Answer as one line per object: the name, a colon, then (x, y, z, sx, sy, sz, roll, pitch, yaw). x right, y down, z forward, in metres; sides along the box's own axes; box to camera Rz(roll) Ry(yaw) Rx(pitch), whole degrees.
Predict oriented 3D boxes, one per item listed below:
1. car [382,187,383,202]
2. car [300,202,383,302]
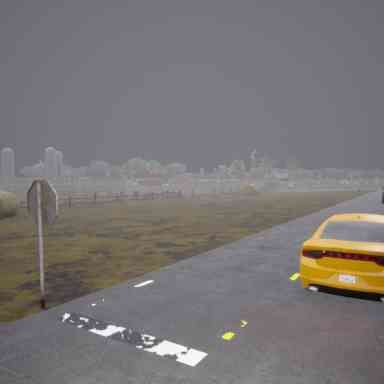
car: (20.068, 0.054, 32.760, 2.150, 2.045, 5.566, 0, 2, 33)
car: (3.944, 1.231, 7.673, 1.882, 1.535, 5.008, 0, 2, 33)
